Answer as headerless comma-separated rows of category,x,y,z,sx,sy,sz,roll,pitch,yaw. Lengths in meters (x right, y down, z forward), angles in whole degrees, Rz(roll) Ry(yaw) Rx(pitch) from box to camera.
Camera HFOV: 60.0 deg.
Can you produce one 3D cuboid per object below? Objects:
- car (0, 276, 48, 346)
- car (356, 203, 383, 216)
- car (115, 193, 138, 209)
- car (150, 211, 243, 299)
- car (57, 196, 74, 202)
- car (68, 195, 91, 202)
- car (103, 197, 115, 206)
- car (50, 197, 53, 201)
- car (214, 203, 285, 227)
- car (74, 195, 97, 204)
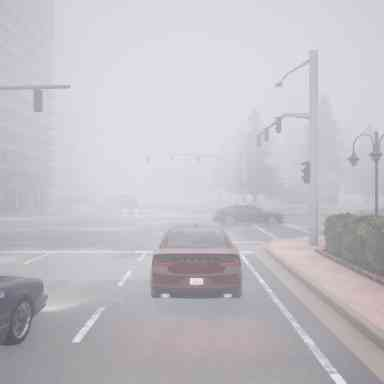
car,-3.428,1.547,3.309,2.033,1.411,5.357,0,0,0
car,15.618,1.581,26.570,4.674,1.442,1.812,0,0,0
car,-9.042,1.221,46.690,2.150,2.045,5.566,0,0,-20
car,0.094,1.478,8.536,1.882,1.535,5.008,0,0,0
car,-27.152,1.540,73.161,5.357,1.411,2.033,0,0,24
car,-25.773,1.478,76.370,5.008,1.535,1.882,0,0,24
car,-13.414,1.547,56.041,2.033,1.411,5.357,0,0,-33
car,-35.598,1.468,79.847,4.181,1.385,1.994,0,0,9
car,3.910,1.550,22.985,4.892,1.490,1.837,0,0,0
car,-20.100,1.491,64.063,4.902,1.511,2.128,0,0,43
